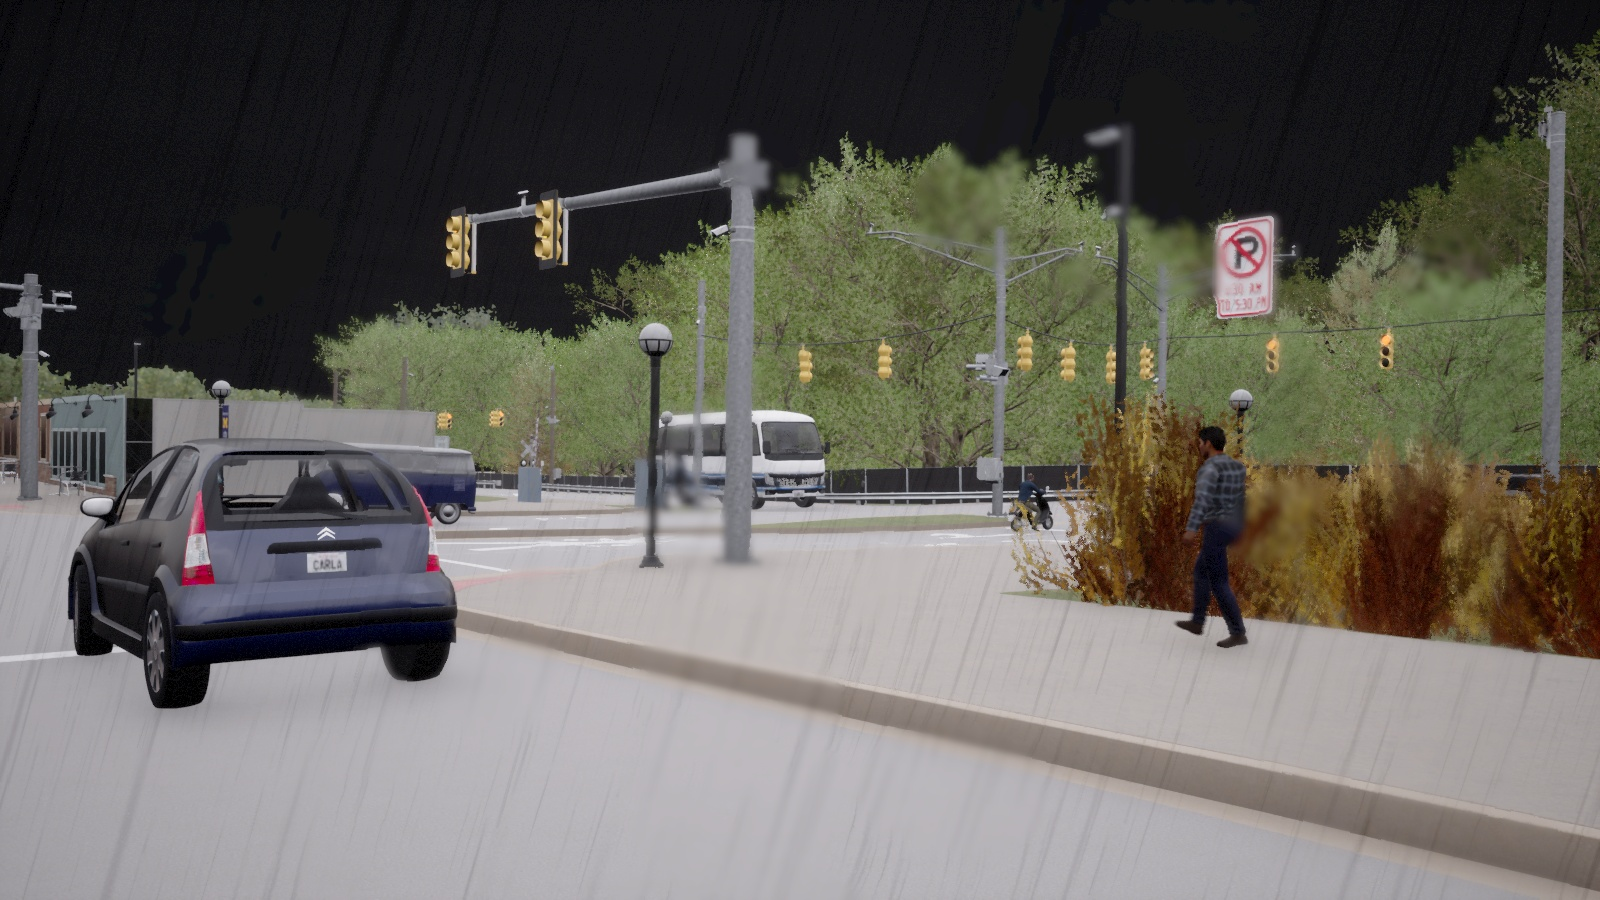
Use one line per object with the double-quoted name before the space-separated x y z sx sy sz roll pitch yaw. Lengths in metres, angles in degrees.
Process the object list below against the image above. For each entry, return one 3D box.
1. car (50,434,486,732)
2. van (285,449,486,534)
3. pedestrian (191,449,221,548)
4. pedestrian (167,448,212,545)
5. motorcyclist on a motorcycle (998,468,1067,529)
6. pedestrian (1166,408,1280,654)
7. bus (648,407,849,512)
"car" -3.969 0.760 8.959 1.851 1.617 3.988 -1 -1 -38
"van" -10.428 1.055 31.788 4.442 1.987 1.775 2 -2 -41
"pedestrian" -11.760 0.940 24.857 0.396 1.930 0.692 -1 1 -38
"pedestrian" -12.703 0.943 26.111 0.659 1.952 0.873 -1 1 -38
"motorcyclist on a motorcycle" 6.381 1.320 34.445 1.817 1.590 0.866 -1 0 -39
"pedestrian" 3.497 0.640 10.410 0.423 1.949 0.788 -1 1 -38
"bus" -2.557 0.479 56.288 3.944 4.253 10.273 -1 -1 -35
